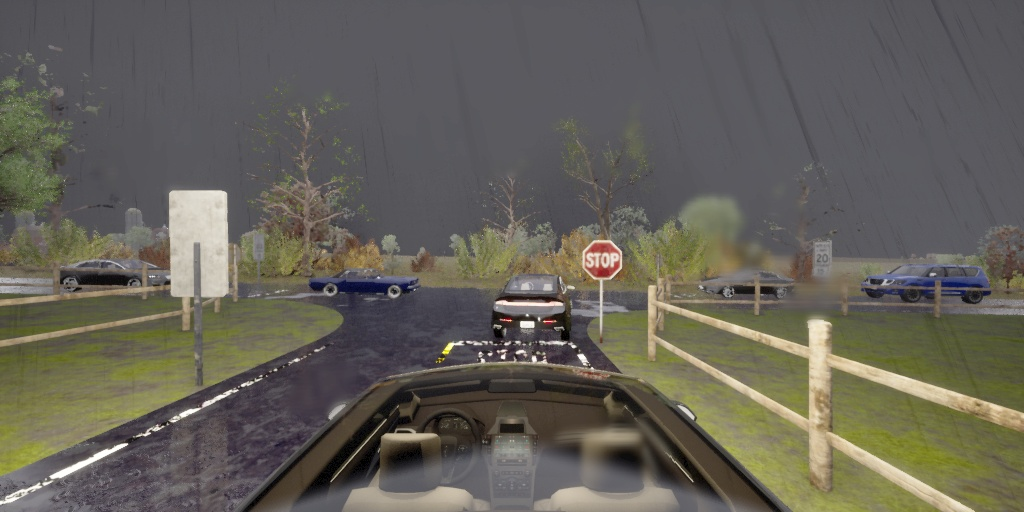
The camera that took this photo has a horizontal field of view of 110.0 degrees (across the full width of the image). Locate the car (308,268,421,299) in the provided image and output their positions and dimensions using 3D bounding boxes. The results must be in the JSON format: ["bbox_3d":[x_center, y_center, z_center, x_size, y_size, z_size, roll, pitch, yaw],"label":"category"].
[{"bbox_3d":[-6.819,1.248,17.026,4.718,1.301,1.895,1,1,0],"label":"car"}]

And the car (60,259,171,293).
[{"bbox_3d":[-18.487,0.885,17.044,4.902,1.511,2.128,1,1,0],"label":"car"}]

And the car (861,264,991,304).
[{"bbox_3d":[22.903,1.466,19.937,5.566,2.045,2.150,1,1,0],"label":"car"}]

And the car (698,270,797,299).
[{"bbox_3d":[13.007,1.525,19.950,4.902,1.511,2.128,1,1,0],"label":"car"}]

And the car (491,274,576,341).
[{"bbox_3d":[0.708,1.240,9.993,2.128,1.511,4.902,0,0,9],"label":"car"}]
